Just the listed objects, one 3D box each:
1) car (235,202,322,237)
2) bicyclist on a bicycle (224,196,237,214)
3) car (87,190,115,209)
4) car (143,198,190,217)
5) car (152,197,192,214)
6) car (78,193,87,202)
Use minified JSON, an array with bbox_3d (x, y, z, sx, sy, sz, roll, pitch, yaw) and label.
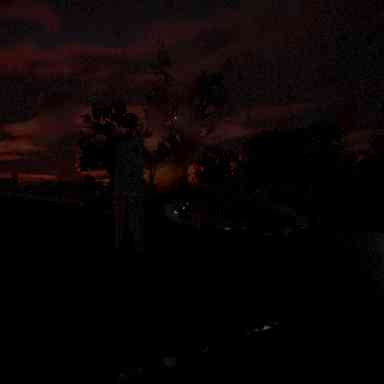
[{"bbox_3d":[4.436,1.351,17.721,1.882,1.535,5.008,0,1,-35],"label":"car"},{"bbox_3d":[3.457,1.178,29.601,1.656,1.620,0.582,0,1,-35],"label":"bicyclist on a bicycle"},{"bbox_3d":[-9.819,0.781,38.232,2.150,2.045,5.566,0,1,-35],"label":"car"},{"bbox_3d":[-2.450,1.323,27.622,1.895,1.301,4.718,0,1,-35],"label":"car"},{"bbox_3d":[-2.017,1.230,32.151,1.994,1.385,4.181,0,1,-35],"label":"car"},{"bbox_3d":[-16.930,0.859,53.574,1.812,1.442,4.674,0,1,-35],"label":"car"}]
